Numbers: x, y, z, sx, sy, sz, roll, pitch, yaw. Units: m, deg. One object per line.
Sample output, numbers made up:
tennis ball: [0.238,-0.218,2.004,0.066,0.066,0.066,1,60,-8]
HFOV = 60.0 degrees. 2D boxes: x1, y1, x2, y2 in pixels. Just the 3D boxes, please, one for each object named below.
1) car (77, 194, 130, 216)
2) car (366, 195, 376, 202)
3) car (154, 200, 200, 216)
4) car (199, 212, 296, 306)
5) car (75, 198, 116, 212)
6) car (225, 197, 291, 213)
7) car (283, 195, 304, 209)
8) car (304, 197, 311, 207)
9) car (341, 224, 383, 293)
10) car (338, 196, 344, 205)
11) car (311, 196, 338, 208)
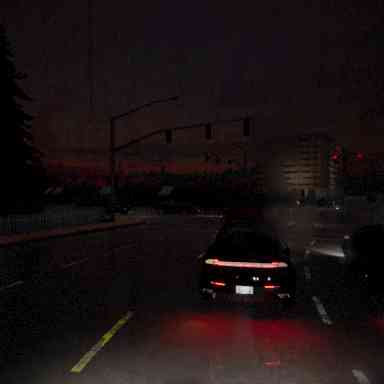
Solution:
car: [-8.825,1.277,33.723,5.566,2.045,2.150,0,0,32]
car: [42.651,1.524,79.273,2.128,1.511,4.902,0,0,32]
car: [-1.531,1.547,33.474,4.902,1.511,2.128,0,0,29]
car: [1.426,1.491,8.164,2.128,1.511,4.902,0,0,12]
car: [-11.507,1.533,39.522,5.008,1.535,1.882,0,0,32]
car: [4.745,1.388,25.262,4.553,1.767,2.097,0,0,32]
car: [13.404,1.504,45.191,1.837,1.490,4.892,0,0,32]
car: [18.156,1.525,52.891,1.812,1.442,4.674,0,0,32]
car: [5.178,1.547,8.537,2.033,1.411,5.357,0,0,16]
car: [24.626,1.491,56.709,2.128,1.511,4.902,0,0,32]
car: [19.176,1.547,47.886,2.033,1.411,5.357,0,0,32]
